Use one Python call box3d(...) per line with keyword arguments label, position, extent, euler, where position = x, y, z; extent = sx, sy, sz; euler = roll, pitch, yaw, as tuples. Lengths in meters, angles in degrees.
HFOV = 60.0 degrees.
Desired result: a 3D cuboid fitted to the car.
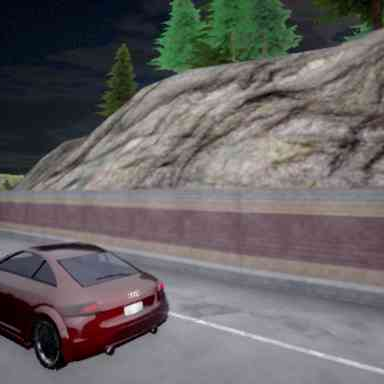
box3d(label="car", position=(-2.415, 1.590, 5.822), extent=(4.181, 1.385, 1.994), euler=(0, 0, 37))
